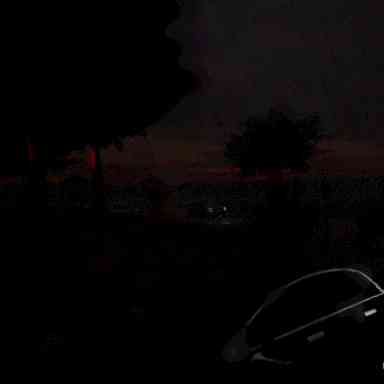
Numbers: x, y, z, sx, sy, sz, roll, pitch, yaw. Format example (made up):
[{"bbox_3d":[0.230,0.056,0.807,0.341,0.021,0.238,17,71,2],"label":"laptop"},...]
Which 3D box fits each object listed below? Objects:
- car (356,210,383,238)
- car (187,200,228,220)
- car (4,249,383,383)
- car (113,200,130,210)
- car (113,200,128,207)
[{"bbox_3d":[10.821,1.609,16.617,2.128,1.511,4.902,-3,1,-33],"label":"car"},{"bbox_3d":[1.345,1.587,31.462,2.097,1.767,4.553,-3,1,-31],"label":"car"},{"bbox_3d":[0.650,1.504,3.714,4.892,1.490,1.837,1,0,-35],"label":"car"},{"bbox_3d":[-11.431,2.115,53.630,1.812,1.442,4.674,-3,0,-28],"label":"car"},{"bbox_3d":[-14.480,2.270,67.227,1.895,1.301,4.718,-3,0,-27],"label":"car"}]
